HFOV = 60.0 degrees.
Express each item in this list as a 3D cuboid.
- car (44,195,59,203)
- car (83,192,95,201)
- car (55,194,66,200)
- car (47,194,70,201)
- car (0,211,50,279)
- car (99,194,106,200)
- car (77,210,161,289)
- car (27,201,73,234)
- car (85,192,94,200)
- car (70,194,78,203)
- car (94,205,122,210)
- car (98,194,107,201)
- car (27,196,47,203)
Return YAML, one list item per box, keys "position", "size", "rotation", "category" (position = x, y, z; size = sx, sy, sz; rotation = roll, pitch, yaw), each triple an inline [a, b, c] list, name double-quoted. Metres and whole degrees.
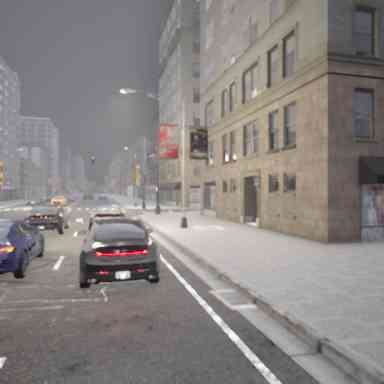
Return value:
- position: [-27.543, 1.412, 65.153]
  size: [2.033, 1.411, 5.357]
  rotation: [0, 0, -15]
  category: "car"
- position: [-24.112, 1.069, 77.260]
  size: [2.150, 2.045, 5.566]
  rotation: [0, 0, -15]
  category: "car"
- position: [-31.470, 1.250, 79.528]
  size: [1.895, 1.301, 4.718]
  rotation: [0, 0, -15]
  category: "car"
- position: [-20.386, 1.379, 50.957]
  size: [1.882, 1.535, 5.008]
  rotation: [0, 0, -15]
  category: "car"
- position: [-5.530, 1.504, 9.622]
  size: [1.812, 1.442, 4.674]
  rotation: [0, 0, -15]
  category: "car"
- position: [-23.715, 1.192, 88.139]
  size: [1.837, 1.490, 4.892]
  rotation: [0, 0, -15]
  category: "car"
- position: [-2.076, 1.485, 9.292]
  size: [1.837, 1.490, 4.892]
  rotation: [0, 0, -15]
  category: "car"
- position: [-7.942, 1.466, 18.446]
  size: [1.837, 1.490, 4.892]
  rotation: [0, 0, -15]
  category: "car"
- position: [-26.858, 0.918, 87.311]
  size: [2.150, 2.045, 5.566]
  rotation: [0, 0, -15]
  category: "car"
- position: [-24.251, 1.228, 65.435]
  size: [2.097, 1.767, 4.553]
  rotation: [0, 0, -15]
  category: "car"
- position: [-4.627, 1.454, 18.261]
  size: [2.128, 1.511, 4.902]
  rotation: [0, 0, -15]
  category: "car"
- position: [-20.969, 1.321, 78.088]
  size: [1.882, 1.535, 5.008]
  rotation: [0, 0, -15]
  category: "car"
- position: [-23.546, 1.394, 50.166]
  size: [2.128, 1.511, 4.902]
  rotation: [0, 0, -16]
  category: "car"
